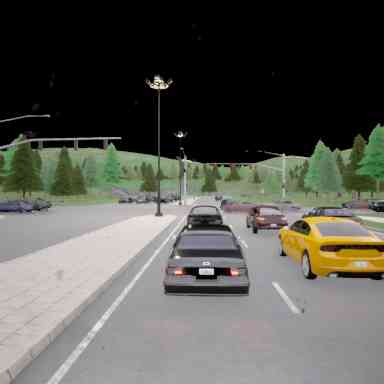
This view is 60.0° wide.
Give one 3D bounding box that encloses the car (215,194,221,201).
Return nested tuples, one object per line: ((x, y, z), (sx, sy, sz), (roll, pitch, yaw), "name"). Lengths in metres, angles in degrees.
((6.754, 1.355, 83.406), (2.097, 1.767, 4.553), (0, 0, 2), "car")

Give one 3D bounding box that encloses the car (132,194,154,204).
((-9.152, 1.491, 62.282), (2.128, 1.511, 4.902), (0, 0, 3), "car")

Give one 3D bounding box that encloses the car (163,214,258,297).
((0.378, 1.547, 8.777), (2.033, 1.411, 5.357), (0, 0, 2), "car")

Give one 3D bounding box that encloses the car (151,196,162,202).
((-8.422, 1.552, 79.245), (1.994, 1.385, 4.181), (0, 0, 2), "car")

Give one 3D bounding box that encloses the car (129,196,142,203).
((-12.209, 1.524, 72.043), (1.812, 1.442, 4.674), (0, 0, 2), "car")

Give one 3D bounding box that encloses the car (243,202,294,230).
((4.260, 1.526, 19.204), (1.812, 1.442, 4.674), (0, 0, 3), "car")

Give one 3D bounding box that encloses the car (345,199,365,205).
((21.111, 1.563, 41.922), (4.181, 1.385, 1.994), (0, 0, 3), "car")

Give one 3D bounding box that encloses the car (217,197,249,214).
((5.017, 1.563, 35.236), (4.181, 1.385, 1.994), (0, 0, 0), "car")

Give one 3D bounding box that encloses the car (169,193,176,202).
((-5.193, 1.355, 72.326), (2.097, 1.767, 4.553), (0, 0, 2), "car")

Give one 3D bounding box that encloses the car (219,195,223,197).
((5.870, 1.563, 50.447), (1.994, 1.385, 4.181), (0, 0, -11), "car")

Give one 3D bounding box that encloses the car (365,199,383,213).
((21.734, 1.223, 34.879), (5.566, 2.045, 2.150), (0, 0, 3), "car")

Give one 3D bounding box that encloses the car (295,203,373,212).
((7.745, 1.547, 18.821), (2.033, 1.411, 5.357), (0, 0, 3), "car")

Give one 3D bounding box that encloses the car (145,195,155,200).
((-11.452, 1.539, 91.134), (2.033, 1.411, 5.357), (0, 0, 2), "car")

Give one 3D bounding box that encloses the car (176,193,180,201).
((-4.786, 1.225, 82.619), (2.150, 2.045, 5.566), (0, 0, 2), "car")

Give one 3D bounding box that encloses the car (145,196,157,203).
((-8.742, 1.552, 71.133), (1.994, 1.385, 4.181), (0, 0, 2), "car")

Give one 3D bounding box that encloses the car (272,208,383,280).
((3.932, 1.478, 9.985), (1.882, 1.535, 5.008), (0, 0, 3), "car")

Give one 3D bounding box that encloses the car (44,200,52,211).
((-18.818, 1.492, 38.683), (4.902, 1.511, 2.128), (0, 0, 2), "car")

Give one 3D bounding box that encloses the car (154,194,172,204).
((-5.593, 1.601, 63.392), (1.895, 1.301, 4.718), (0, 0, 3), "car")

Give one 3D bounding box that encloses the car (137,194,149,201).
((-11.860, 1.355, 80.900), (2.097, 1.767, 4.553), (0, 0, 2), "car")

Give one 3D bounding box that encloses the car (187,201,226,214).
((0.726, 1.478, 18.598), (1.882, 1.535, 5.008), (0, 0, 3), "car")

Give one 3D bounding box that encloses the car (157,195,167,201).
((-8.020, 1.524, 89.371), (2.128, 1.511, 4.902), (0, 0, 2), "car")

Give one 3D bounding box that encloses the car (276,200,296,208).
((10.232, 1.601, 38.903), (4.718, 1.301, 1.895), (0, 0, 2), "car")

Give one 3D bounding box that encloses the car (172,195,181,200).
((-4.360, 1.533, 93.021), (2.033, 1.411, 5.357), (0, 0, 2), "car")

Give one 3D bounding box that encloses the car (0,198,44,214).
((-19.010, 1.547, 35.165), (5.357, 1.411, 2.033), (0, 0, 2), "car")

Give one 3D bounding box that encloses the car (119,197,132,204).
((-12.591, 1.564, 63.423), (1.994, 1.385, 4.181), (0, 0, 3), "car")
